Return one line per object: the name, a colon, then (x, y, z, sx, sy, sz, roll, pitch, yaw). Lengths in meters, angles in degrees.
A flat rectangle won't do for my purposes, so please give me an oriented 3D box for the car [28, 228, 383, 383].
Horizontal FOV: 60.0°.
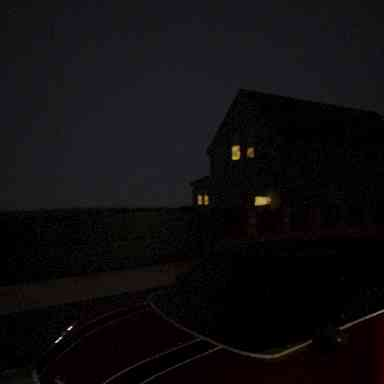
car: (0.795, 1.344, 3.420, 4.553, 1.767, 2.097, 0, 0, -34)
